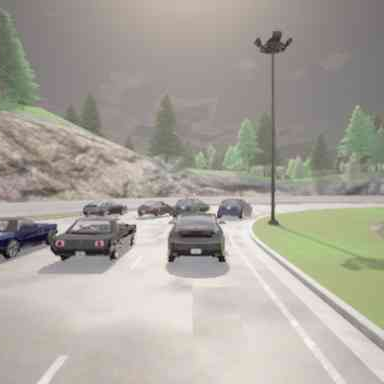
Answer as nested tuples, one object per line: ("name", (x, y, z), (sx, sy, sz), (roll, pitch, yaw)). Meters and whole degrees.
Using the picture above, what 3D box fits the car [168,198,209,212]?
("car", (0.073, 1.312, 28.810), (2.097, 1.767, 4.553), (0, 0, 21))

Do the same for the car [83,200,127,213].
("car", (-7.515, 1.451, 29.208), (2.128, 1.511, 4.902), (0, 0, 19))

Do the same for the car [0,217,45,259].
("car", (-6.808, 1.583, 12.457), (1.895, 1.301, 4.718), (0, 0, 2))

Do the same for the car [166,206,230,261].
("car", (0.181, 1.488, 12.162), (1.837, 1.490, 4.892), (0, 0, 1))

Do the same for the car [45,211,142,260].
("car", (-3.314, 1.584, 12.285), (1.895, 1.301, 4.718), (0, 0, 1))

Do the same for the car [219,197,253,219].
("car", (3.818, 1.312, 28.731), (2.097, 1.767, 4.553), (0, 0, 23))

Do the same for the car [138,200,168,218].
("car", (-3.198, 1.484, 30.052), (1.812, 1.442, 4.674), (0, 0, 22))
